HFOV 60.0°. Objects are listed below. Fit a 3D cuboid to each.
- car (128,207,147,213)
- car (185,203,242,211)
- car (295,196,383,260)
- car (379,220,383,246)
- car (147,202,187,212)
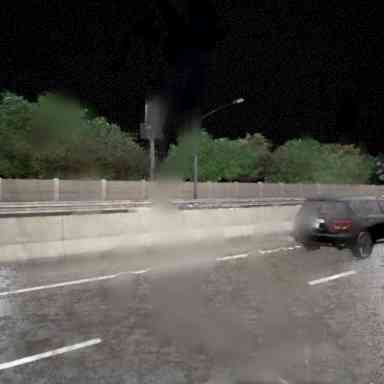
[{"bbox_3d":[-2.897,1.550,27.714,4.718,1.301,1.895,0,0,-35],"label":"car"},{"bbox_3d":[2.149,1.545,22.715,4.718,1.301,1.895,0,0,-35],"label":"car"},{"bbox_3d":[6.223,1.174,12.479,5.566,2.045,2.150,0,0,-35],"label":"car"},{"bbox_3d":[7.079,1.483,8.805,4.674,1.442,1.812,0,0,-36],"label":"car"},{"bbox_3d":[-0.864,1.513,24.864,4.181,1.385,1.994,0,0,-35],"label":"car"}]
